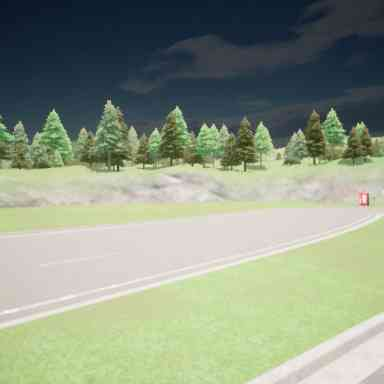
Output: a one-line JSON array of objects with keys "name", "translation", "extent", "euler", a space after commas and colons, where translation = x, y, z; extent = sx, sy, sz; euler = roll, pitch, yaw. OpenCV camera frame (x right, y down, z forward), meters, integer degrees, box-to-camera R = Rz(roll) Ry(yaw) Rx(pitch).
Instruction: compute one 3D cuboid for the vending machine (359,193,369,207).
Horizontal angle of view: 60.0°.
[{"name": "vending machine", "translation": [25.786, 1.176, 49.875], "extent": [0.880, 2.100, 1.100], "euler": [0, 0, -2]}]
